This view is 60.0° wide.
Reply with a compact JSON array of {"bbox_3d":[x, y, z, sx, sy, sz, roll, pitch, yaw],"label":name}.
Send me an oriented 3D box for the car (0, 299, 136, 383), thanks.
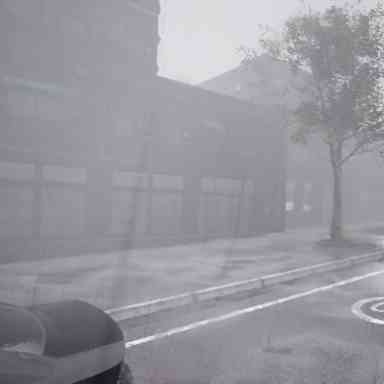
[{"bbox_3d":[-2.766,1.480,1.712,5.008,1.535,1.882,0,0,-35],"label":"car"}]
